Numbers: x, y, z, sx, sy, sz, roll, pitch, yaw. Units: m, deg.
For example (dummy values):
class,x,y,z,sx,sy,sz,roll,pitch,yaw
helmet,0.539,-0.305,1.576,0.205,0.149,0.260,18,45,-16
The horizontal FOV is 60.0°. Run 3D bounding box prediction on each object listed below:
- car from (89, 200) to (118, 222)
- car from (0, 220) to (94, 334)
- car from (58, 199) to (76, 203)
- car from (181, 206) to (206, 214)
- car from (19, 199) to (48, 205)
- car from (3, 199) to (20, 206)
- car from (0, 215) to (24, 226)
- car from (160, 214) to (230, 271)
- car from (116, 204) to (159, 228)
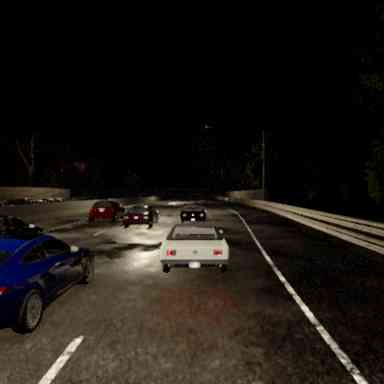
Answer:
class,x,y,z,sx,sy,sz,roll,pitch,yaw
car,-6.911,1.463,27.550,2.097,1.767,4.553,0,0,0
car,-3.440,1.552,6.662,1.812,1.442,4.674,0,0,0
car,-17.566,1.696,46.932,2.128,1.511,4.902,0,0,0
car,0.086,1.706,26.171,1.895,1.301,4.718,0,0,0
car,-21.070,1.796,45.402,1.895,1.301,4.718,0,0,0
car,-24.563,1.708,46.564,1.837,1.490,4.892,0,-1,0
car,-6.915,1.549,11.680,1.837,1.490,4.892,0,-1,0
car,0.084,1.643,10.981,1.895,1.301,4.718,0,0,0
car,-3.428,1.639,22.964,2.033,1.411,5.357,0,0,0
